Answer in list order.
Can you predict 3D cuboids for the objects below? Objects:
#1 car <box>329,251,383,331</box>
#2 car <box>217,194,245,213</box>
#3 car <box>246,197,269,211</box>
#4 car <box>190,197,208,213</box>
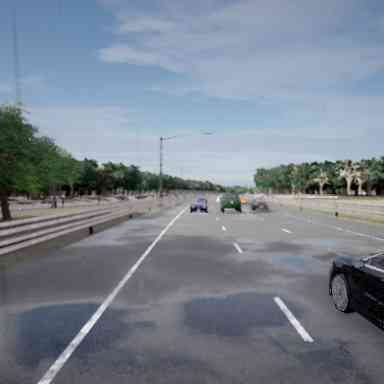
[{"bbox_3d":[3.628,1.489,4.687,2.128,1.511,4.902,0,0,0],"label":"car"},{"bbox_3d":[4.299,1.196,37.582,2.150,2.045,5.566,0,0,2],"label":"car"},{"bbox_3d":[7.889,1.501,39.493,1.812,1.442,4.674,0,0,2],"label":"car"},{"bbox_3d":[0.767,1.574,36.740,1.895,1.301,4.718,0,0,2],"label":"car"}]
